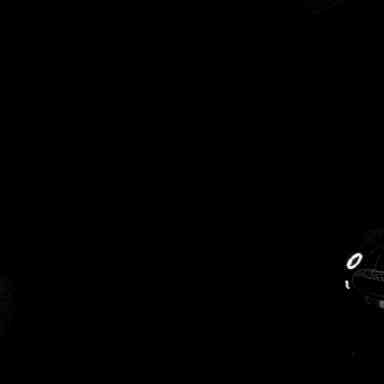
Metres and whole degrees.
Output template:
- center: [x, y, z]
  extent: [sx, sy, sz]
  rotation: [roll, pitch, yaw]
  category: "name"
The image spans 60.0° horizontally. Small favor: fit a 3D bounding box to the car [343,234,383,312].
- center: [5.170, 1.351, 6.974]
  extent: [4.553, 1.767, 2.097]
  rotation: [0, 0, -36]
  category: "car"
